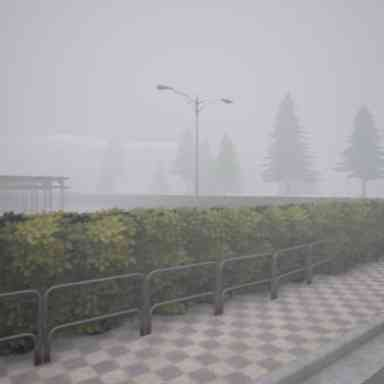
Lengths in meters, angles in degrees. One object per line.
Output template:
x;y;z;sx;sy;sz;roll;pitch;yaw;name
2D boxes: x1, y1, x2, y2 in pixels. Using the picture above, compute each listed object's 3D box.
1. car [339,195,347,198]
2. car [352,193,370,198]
38.119;1.548;84.015;1.812;1.442;4.674;0;0;5;car
37.209;1.308;73.308;2.150;2.045;5.566;0;0;5;car
